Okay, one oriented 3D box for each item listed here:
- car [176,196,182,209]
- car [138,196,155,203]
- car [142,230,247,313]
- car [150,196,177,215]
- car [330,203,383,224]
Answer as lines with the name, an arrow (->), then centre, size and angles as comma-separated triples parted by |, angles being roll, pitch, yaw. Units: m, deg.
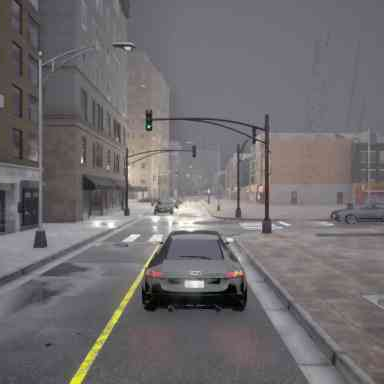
car -> -2.806, 1.580, 44.358 | 1.994, 1.385, 4.181 | 0, 0, 0
car -> -8.938, 1.597, 69.937 | 4.674, 1.442, 1.812 | 0, 0, 9
car -> 0.056, 1.564, 7.758 | 1.994, 1.385, 4.181 | 0, 0, 0
car -> -2.825, 1.515, 34.364 | 1.837, 1.490, 4.892 | 0, 0, 0
car -> 12.068, 1.515, 23.561 | 4.181, 1.385, 1.994 | 0, 0, 0
